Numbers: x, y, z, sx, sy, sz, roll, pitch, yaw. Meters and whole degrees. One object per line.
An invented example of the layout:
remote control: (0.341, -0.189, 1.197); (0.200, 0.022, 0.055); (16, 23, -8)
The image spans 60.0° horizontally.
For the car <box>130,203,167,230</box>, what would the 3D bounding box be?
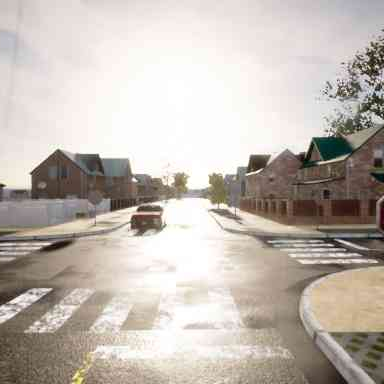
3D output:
car: (-2.735, 1.509, 21.594); (1.882, 1.535, 5.008); (0, 0, 0)
